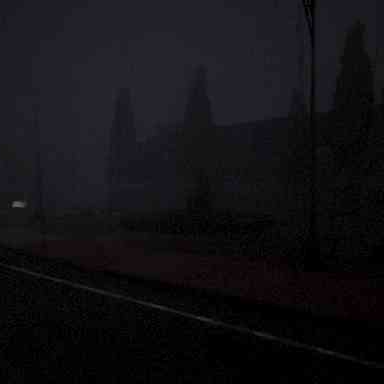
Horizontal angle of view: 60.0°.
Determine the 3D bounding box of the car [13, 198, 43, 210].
[{"bbox_3d":[-20.779,1.489,42.205,1.812,1.442,4.674,0,0,6],"label":"car"}]
